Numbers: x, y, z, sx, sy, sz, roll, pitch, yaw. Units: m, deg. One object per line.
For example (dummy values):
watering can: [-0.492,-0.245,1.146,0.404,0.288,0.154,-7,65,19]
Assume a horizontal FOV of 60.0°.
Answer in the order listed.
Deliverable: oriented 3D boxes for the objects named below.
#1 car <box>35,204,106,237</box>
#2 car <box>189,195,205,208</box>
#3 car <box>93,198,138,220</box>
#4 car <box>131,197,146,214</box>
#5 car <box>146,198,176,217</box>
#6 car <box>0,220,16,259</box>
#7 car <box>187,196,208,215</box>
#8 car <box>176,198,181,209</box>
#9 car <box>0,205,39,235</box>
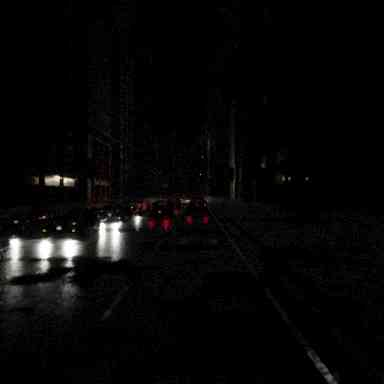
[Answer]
car: [-6.362,1.549,17.966,1.994,1.385,4.181,0,0,1]
car: [0.739,1.379,47.979,2.097,1.767,4.553,0,0,1]
car: [-6.197,1.482,27.671,2.128,1.511,4.902,0,0,1]
car: [-6.042,1.353,34.687,2.097,1.767,4.553,0,0,1]
car: [-2.773,1.530,31.170,1.812,1.442,4.674,0,0,1]
car: [-6.509,1.580,7.944,1.895,1.301,4.718,0,0,1]
car: [0.560,1.371,34.940,2.097,1.767,4.553,0,0,1]
car: [-2.562,1.539,46.579,1.812,1.442,4.674,0,0,1]
car: [-9.604,1.499,18.964,1.812,1.442,4.674,0,0,1]
